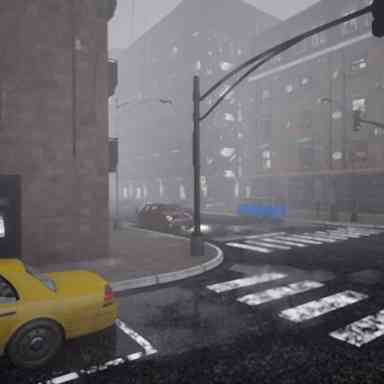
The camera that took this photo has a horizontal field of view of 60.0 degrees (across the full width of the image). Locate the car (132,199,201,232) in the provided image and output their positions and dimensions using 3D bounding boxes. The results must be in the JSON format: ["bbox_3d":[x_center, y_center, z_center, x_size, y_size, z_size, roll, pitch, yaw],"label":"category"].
[{"bbox_3d":[-1.655,1.434,20.146,1.967,1.590,4.097,0,0,-36],"label":"car"}]

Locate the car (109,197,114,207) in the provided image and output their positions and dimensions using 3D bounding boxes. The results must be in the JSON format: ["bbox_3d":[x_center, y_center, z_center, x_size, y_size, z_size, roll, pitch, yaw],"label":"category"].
[{"bbox_3d":[-11.442,1.452,47.979,1.887,1.381,4.507,-1,0,-36],"label":"car"}]

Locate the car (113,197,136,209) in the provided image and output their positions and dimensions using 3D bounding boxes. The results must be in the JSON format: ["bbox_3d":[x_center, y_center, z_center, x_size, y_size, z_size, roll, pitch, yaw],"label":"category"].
[{"bbox_3d":[-8.124,1.452,43.392,1.887,1.381,4.507,-1,0,-36],"label":"car"}]

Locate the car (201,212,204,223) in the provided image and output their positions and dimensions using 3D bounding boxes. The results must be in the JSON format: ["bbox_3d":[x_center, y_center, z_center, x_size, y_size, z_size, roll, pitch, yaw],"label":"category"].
[{"bbox_3d":[-0.966,1.534,23.612,1.994,1.385,4.181,-1,0,-36],"label":"car"}]

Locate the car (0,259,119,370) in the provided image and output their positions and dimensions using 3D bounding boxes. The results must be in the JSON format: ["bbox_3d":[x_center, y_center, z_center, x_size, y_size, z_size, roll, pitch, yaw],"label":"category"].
[{"bbox_3d":[-3.390,1.526,4.150,4.829,1.417,1.752,0,0,-35],"label":"car"}]

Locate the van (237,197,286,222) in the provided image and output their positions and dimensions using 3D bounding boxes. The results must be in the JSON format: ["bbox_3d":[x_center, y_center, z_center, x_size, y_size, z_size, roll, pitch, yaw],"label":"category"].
[{"bbox_3d":[5.147,1.269,25.041,1.690,1.788,3.998,0,0,-36],"label":"van"}]

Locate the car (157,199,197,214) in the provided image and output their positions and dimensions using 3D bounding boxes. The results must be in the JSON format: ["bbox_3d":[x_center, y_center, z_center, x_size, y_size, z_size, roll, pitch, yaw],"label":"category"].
[{"bbox_3d":[-1.589,1.438,34.355,1.752,1.417,4.829,-1,0,-36],"label":"car"}]
